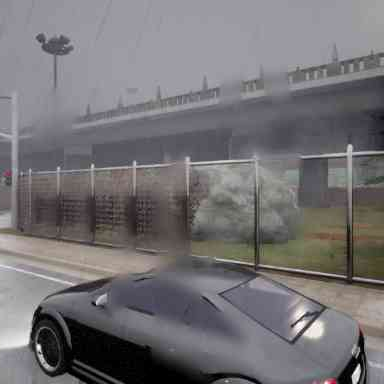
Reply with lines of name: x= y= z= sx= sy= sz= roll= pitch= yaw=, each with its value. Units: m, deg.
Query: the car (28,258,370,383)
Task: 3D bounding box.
car: x=-0.173 y=1.564 z=4.114 sx=4.181 sy=1.385 sz=1.994 roll=0 pitch=0 yaw=36
